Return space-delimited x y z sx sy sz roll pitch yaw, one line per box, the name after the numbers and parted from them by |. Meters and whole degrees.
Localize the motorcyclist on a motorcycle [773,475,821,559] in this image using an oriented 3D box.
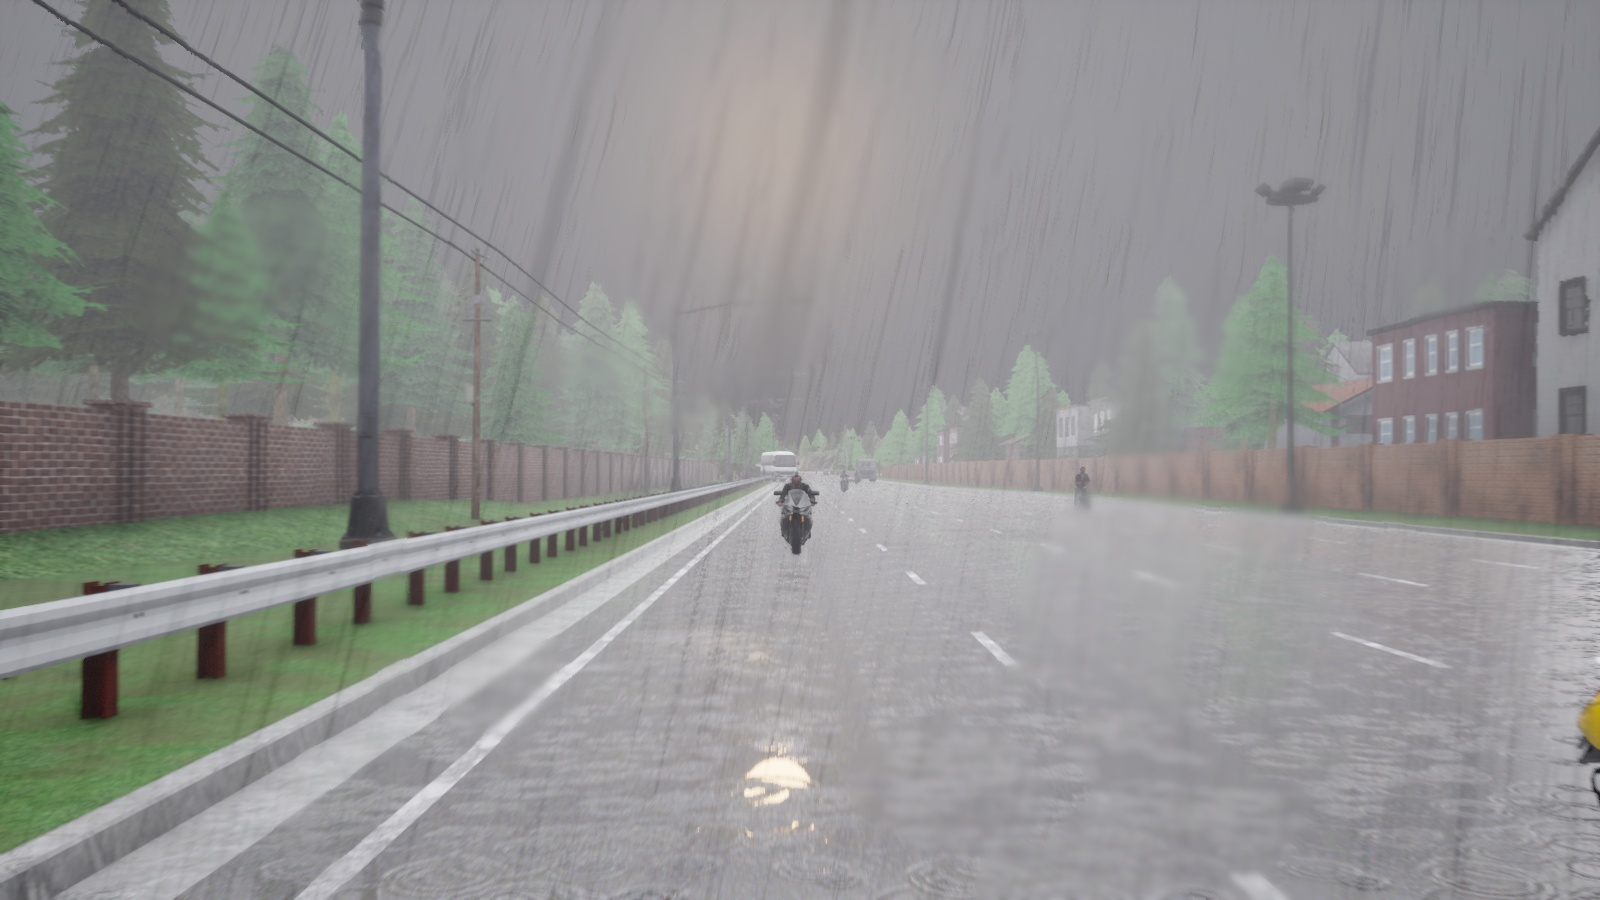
-0.059 1.252 24.094 0.866 1.530 2.191 0 -1 0 | motorcyclist on a motorcycle

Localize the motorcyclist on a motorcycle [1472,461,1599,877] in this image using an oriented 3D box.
3.488 0.834 4.782 0.866 1.590 1.817 0 -1 0 | motorcyclist on a motorcycle
